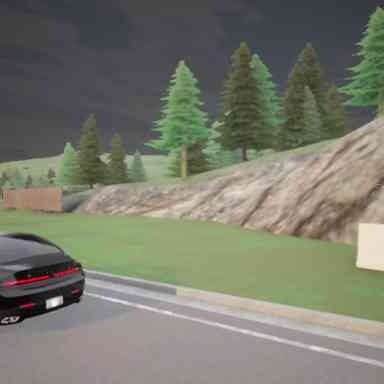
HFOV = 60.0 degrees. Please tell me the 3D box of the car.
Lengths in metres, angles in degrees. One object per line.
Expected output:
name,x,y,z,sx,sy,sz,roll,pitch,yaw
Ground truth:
car,-4.245,1.581,6.797,4.892,1.490,1.837,-1,0,34
